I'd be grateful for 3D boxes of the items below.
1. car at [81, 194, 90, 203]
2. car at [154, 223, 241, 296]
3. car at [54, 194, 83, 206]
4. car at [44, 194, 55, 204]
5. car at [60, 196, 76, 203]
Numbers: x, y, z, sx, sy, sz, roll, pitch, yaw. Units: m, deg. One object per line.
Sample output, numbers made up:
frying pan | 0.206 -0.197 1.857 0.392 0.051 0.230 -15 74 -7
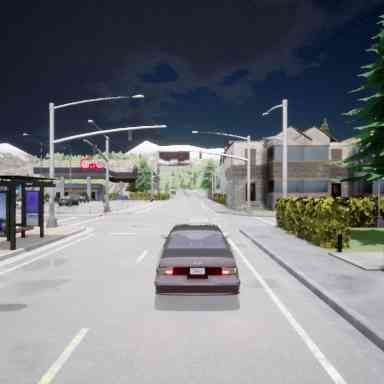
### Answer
car | -22.584 1.268 68.900 1.905 1.878 3.866 0 0 0
car | 0.105 1.547 8.822 2.033 1.411 5.357 0 0 0
car | -18.891 1.489 51.029 2.007 1.523 4.514 0 0 0
car | -25.854 1.289 61.025 1.932 1.855 4.605 0 0 0
car | -25.910 1.552 69.504 1.970 1.475 3.806 0 0 0
